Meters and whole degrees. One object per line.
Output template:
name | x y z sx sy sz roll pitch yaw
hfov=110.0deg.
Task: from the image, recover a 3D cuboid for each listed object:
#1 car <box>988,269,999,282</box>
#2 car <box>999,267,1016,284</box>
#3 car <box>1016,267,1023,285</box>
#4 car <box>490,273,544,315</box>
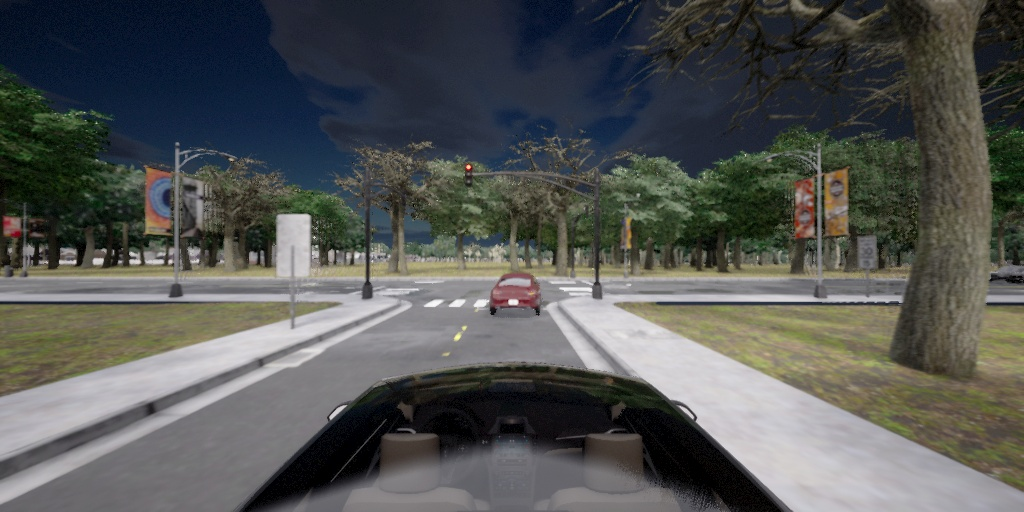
car | 44.134 1.622 31.222 5.357 1.411 2.033 0 0 0
car | 41.944 1.552 27.991 4.892 1.490 1.837 0 0 0
car | 38.986 1.564 24.674 5.357 1.411 2.033 0 0 0
car | 0.251 1.384 14.147 1.812 1.442 4.674 0 -1 5
